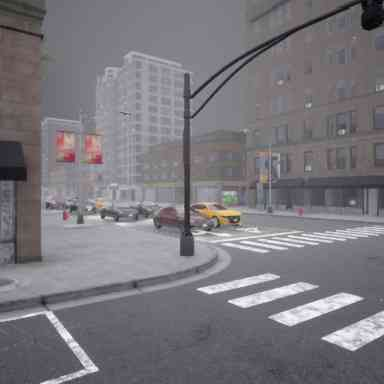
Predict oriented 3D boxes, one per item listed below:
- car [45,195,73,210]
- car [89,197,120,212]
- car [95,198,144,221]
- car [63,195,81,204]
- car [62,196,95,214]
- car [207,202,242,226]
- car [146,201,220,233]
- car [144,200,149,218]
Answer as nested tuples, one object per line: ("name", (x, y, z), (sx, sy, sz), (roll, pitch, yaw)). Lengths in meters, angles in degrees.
("car", (-17.429, 1.289, 42.874), (2.097, 1.767, 4.553), (0, 0, -35))
("car", (-10.136, 1.422, 38.272), (1.882, 1.535, 5.008), (0, 0, -36))
("car", (-5.988, 1.491, 26.975), (1.812, 1.442, 4.674), (0, 0, -36))
("car", (-21.711, 1.407, 60.187), (1.837, 1.490, 4.892), (0, 0, -36))
("car", (-11.433, 1.443, 34.509), (2.128, 1.511, 4.902), (0, 0, -36))
("car", (1.244, 1.451, 22.488), (1.882, 1.535, 5.008), (0, 0, -35))
("car", (-0.667, 1.505, 19.601), (1.812, 1.442, 4.674), (0, 0, -35))
("car", (-4.199, 1.485, 30.051), (1.812, 1.442, 4.674), (0, 0, -36))
